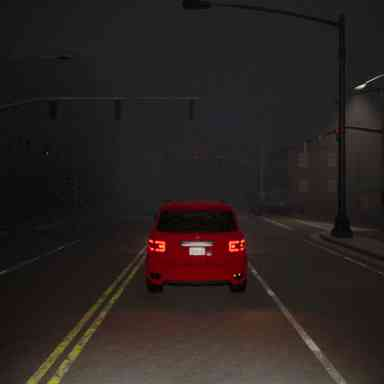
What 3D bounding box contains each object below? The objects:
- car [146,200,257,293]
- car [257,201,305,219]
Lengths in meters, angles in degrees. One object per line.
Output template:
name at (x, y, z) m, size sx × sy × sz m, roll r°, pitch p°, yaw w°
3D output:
car at (0.095, 1.221, 9.015) m, size 2.150 × 2.045 × 5.566 m, roll 0°, pitch 0°, yaw 0°
car at (7.448, 1.510, 29.371) m, size 4.902 × 1.511 × 2.128 m, roll 3°, pitch 0°, yaw -6°
